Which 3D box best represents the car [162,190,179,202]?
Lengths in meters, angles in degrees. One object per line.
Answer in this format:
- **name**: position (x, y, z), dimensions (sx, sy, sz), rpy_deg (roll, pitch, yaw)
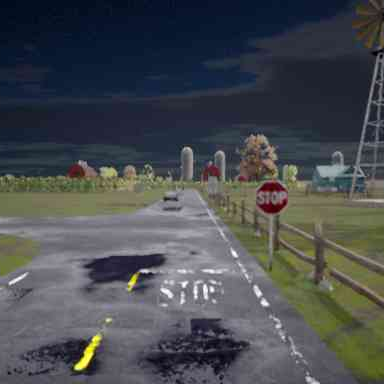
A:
- **car**: position (-2.743, 0.524, 43.314), dimensions (1.882, 1.535, 5.008), rpy_deg (0, 1, 0)
